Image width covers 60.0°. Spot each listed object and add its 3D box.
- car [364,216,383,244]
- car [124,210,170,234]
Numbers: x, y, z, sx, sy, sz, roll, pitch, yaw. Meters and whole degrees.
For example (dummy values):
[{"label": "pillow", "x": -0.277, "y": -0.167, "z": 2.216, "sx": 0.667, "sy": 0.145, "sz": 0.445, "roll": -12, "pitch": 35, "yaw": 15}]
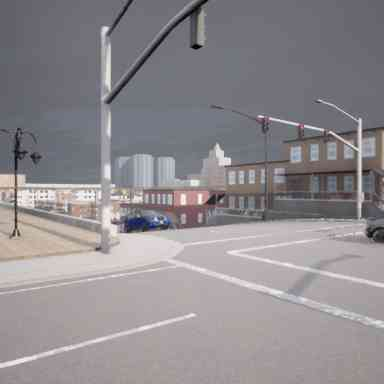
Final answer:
[{"label": "car", "x": 9.635, "y": 1.505, "z": 14.070, "sx": 4.181, "sy": 1.385, "sz": 1.994, "roll": 0, "pitch": 0, "yaw": 29}, {"label": "car", "x": -4.167, "y": 2.634, "z": 29.752, "sx": 2.150, "sy": 2.045, "sz": 5.566, "roll": 0, "pitch": -10, "yaw": -36}]
